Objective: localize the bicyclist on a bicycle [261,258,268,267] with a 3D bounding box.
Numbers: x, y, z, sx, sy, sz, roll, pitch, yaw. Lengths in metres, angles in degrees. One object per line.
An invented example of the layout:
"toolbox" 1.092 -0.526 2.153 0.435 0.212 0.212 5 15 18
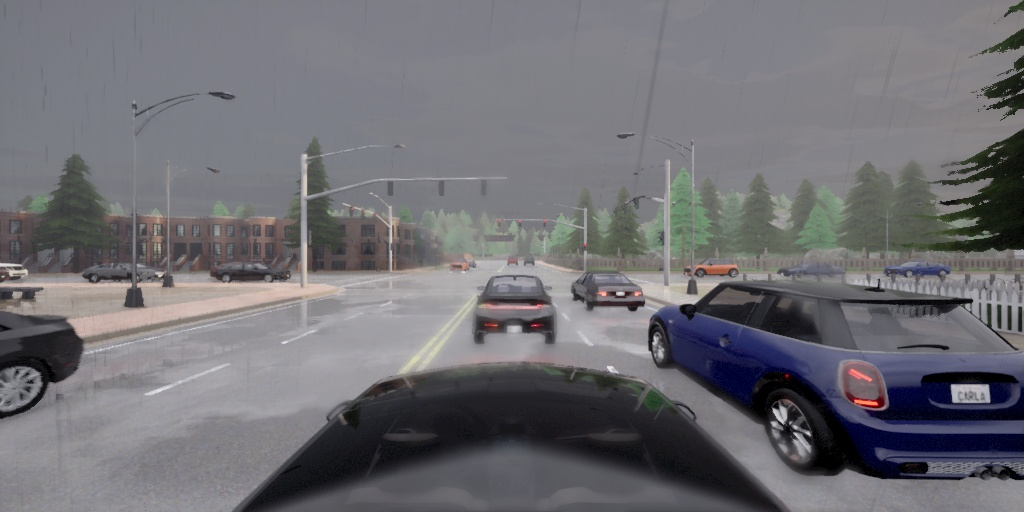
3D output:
"bicyclist on a bicycle" -28.753 1.047 41.650 0.582 1.620 1.656 0 0 -1

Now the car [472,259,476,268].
"car" -6.990 1.267 58.853 1.812 1.442 4.674 0 0 1

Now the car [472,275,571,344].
"car" 0.075 1.240 9.533 2.128 1.511 4.902 0 0 1

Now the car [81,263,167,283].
"car" -29.010 1.238 26.926 4.902 1.511 2.128 0 0 -4

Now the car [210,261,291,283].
"car" -19.512 1.224 27.201 5.008 1.535 1.882 0 0 -1

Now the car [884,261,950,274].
"car" 38.162 1.223 33.890 5.008 1.535 1.882 0 0 0

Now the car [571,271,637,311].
"car" 3.604 1.296 14.361 2.033 1.411 5.357 0 0 0

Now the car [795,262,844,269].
"car" 28.285 1.293 33.921 5.357 1.411 2.033 0 0 1

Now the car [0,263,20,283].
"car" -39.179 1.224 25.203 5.008 1.535 1.882 0 0 -18

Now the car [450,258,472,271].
"car" -7.021 1.095 48.325 2.097 1.767 4.553 0 0 0

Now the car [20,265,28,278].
"car" -42.183 0.968 27.873 5.566 2.045 2.150 0 0 -21

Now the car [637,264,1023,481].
"car" 3.607 1.102 4.943 2.097 1.767 4.553 0 0 0

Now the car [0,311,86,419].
"car" -7.095 1.255 3.071 1.837 1.490 4.892 0 0 0

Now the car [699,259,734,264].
"car" 18.760 1.097 33.950 4.553 1.767 2.097 0 0 0

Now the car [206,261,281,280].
"car" -22.823 1.223 30.637 5.008 1.535 1.882 0 0 -1
